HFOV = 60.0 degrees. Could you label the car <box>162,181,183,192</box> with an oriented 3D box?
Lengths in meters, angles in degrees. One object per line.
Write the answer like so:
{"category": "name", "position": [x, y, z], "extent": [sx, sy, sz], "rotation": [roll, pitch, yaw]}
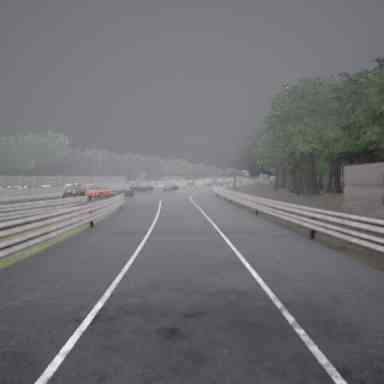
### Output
{"category": "car", "position": [-3.976, -0.785, 64.375], "extent": [2.128, 1.511, 4.902], "rotation": [0, 3, 15]}

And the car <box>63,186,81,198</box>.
{"category": "car", "position": [-16.069, -0.041, 46.863], "extent": [2.097, 1.767, 4.553], "rotation": [0, 3, 15]}

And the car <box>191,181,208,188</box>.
{"category": "car", "position": [1.875, -1.812, 85.585], "extent": [1.882, 1.535, 5.008], "rotation": [0, 3, 15]}

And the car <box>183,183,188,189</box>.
{"category": "car", "position": [-3.095, -1.557, 80.730], "extent": [1.882, 1.535, 5.008], "rotation": [0, 3, 15]}

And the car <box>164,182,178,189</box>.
{"category": "car", "position": [-5.401, -1.716, 85.530], "extent": [2.128, 1.511, 4.902], "rotation": [0, 3, 15]}

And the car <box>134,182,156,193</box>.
{"category": "car", "position": [-8.413, -0.610, 61.451], "extent": [1.837, 1.490, 4.892], "rotation": [0, 3, 15]}

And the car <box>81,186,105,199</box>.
{"category": "car", "position": [-12.695, -0.019, 45.933], "extent": [2.097, 1.767, 4.553], "rotation": [0, 3, 15]}

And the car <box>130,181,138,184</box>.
{"category": "car", "position": [-10.739, -0.965, 66.178], "extent": [2.097, 1.767, 4.553], "rotation": [0, 3, 15]}

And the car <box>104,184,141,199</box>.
{"category": "car", "position": [-9.306, 0.140, 45.058], "extent": [2.128, 1.511, 4.902], "rotation": [0, 3, 15]}
